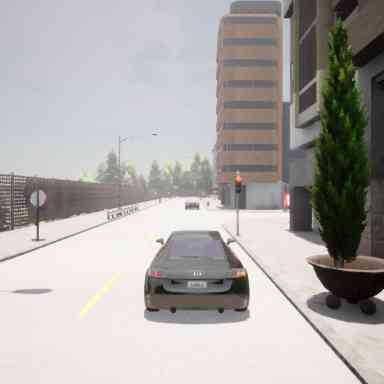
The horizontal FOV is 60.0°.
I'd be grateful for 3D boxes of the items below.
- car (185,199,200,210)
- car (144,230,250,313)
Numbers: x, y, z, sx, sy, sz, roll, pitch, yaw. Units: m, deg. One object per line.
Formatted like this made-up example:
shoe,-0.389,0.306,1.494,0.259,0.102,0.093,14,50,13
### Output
car,0.028,1.601,43.878,1.895,1.301,4.718,0,0,-1
car,0.085,1.564,7.730,1.994,1.385,4.181,0,0,0
